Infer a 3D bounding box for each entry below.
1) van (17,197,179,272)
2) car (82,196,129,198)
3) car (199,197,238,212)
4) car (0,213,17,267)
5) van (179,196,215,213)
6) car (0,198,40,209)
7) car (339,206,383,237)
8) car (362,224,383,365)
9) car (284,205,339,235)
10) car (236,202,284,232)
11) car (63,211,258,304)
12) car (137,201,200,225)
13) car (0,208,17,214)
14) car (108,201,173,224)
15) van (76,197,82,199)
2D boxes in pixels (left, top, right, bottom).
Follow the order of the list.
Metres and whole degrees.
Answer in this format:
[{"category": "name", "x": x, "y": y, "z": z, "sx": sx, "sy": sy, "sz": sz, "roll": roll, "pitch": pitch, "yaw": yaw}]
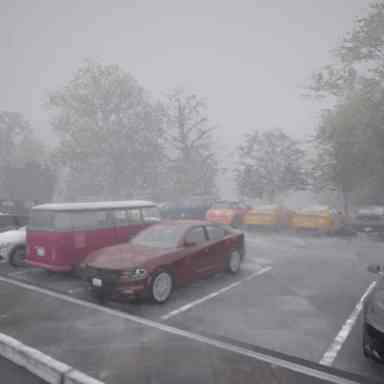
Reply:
[{"category": "van", "x": -2.602, "y": 1.285, "z": 10.263, "sx": 1.878, "sy": 1.987, "sz": 4.442, "roll": 0, "pitch": 0, "yaw": 36}, {"category": "car", "x": -6.158, "y": 1.330, "z": 28.772, "sx": 2.435, "sy": 2.045, "sz": 5.566, "roll": -1, "pitch": 0, "yaw": 36}, {"category": "car", "x": 2.820, "y": 1.395, "z": 22.282, "sx": 2.185, "sy": 1.767, "sz": 4.553, "roll": 0, "pitch": 0, "yaw": 36}, {"category": "car", "x": -4.926, "y": 1.564, "z": 11.783, "sx": 2.002, "sy": 1.452, "sz": 4.674, "roll": 0, "pitch": 0, "yaw": 36}, {"category": "van", "x": 0.653, "y": 1.308, "z": 24.014, "sx": 1.878, "sy": 1.987, "sz": 4.442, "roll": 0, "pitch": 0, "yaw": 36}, {"category": "car", "x": -9.462, "y": 1.298, "z": 14.987, "sx": 2.435, "sy": 2.045, "sz": 5.566, "roll": 0, "pitch": 0, "yaw": 36}, {"category": "car", "x": 9.598, "y": 1.483, "z": 17.470, "sx": 2.231, "sy": 1.521, "sz": 4.892, "roll": 0, "pitch": 0, "yaw": 36}, {"category": "car", "x": 4.089, "y": 1.501, "z": 5.301, "sx": 2.163, "sy": 1.488, "sz": 4.792, "roll": 0, "pitch": 0, "yaw": 36}, {"category": "car", "x": 7.345, "y": 1.495, "z": 19.082, "sx": 2.097, "sy": 1.535, "sz": 5.008, "roll": 0, "pitch": 0, "yaw": 36}, {"category": "car", "x": 4.989, "y": 1.508, "z": 20.765, "sx": 2.097, "sy": 1.535, "sz": 5.008, "roll": 0, "pitch": 0, "yaw": 36}, {"category": "car", "x": -0.407, "y": 1.497, "z": 8.557, "sx": 2.097, "sy": 1.535, "sz": 5.008, "roll": 0, "pitch": 0, "yaw": 36}, {"category": "car", "x": -1.672, "y": 1.548, "z": 25.524, "sx": 2.231, "sy": 1.521, "sz": 4.892, "roll": 0, "pitch": 0, "yaw": 36}, {"category": "car", "x": -7.168, "y": 1.566, "z": 13.419, "sx": 2.163, "sy": 1.488, "sz": 4.792, "roll": 0, "pitch": 0, "yaw": 36}, {"category": "car", "x": -4.027, "y": 1.559, "z": 26.988, "sx": 1.946, "sy": 1.575, "sz": 5.366, "roll": 0, "pitch": 0, "yaw": 36}, {"category": "van", "x": -8.458, "y": 1.386, "z": 30.526, "sx": 1.878, "sy": 1.987, "sz": 4.442, "roll": -1, "pitch": 0, "yaw": 36}]
